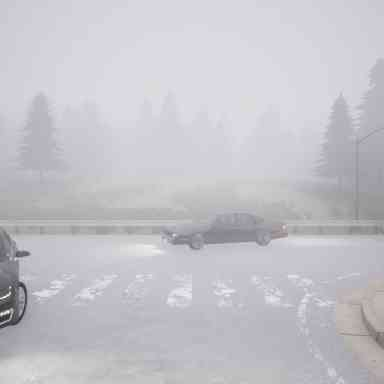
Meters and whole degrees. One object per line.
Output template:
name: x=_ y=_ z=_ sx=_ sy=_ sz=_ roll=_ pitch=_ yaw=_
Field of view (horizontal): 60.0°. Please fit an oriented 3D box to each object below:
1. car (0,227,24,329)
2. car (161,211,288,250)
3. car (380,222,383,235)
car: x=-4.458 y=1.505 z=6.589 sx=1.837 sy=1.490 sz=4.892 roll=0 pitch=0 yaw=-28
car: x=1.457 y=1.547 z=14.231 sx=5.357 sy=1.411 sz=2.033 roll=0 pitch=0 yaw=-20
car: x=11.236 y=1.492 z=15.111 sx=4.902 sy=1.511 sz=2.128 roll=0 pitch=0 yaw=0
